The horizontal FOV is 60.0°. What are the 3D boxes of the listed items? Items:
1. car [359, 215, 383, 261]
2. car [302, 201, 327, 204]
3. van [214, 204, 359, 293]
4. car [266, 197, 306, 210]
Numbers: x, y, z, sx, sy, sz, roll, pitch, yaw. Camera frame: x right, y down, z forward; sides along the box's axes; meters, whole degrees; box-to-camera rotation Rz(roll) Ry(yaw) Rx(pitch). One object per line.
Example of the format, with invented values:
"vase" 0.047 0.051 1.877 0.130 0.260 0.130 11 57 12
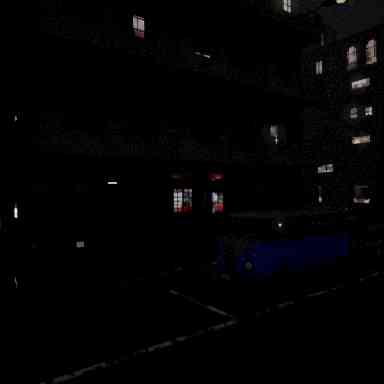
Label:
"car" 6.829 1.546 11.948 4.403 1.369 2.008 0 -1 -37
"car" 11.822 1.538 30.734 1.895 1.301 4.718 -1 1 -39
"van" 2.399 1.338 8.555 3.998 1.788 1.690 0 -1 -37
"car" 11.553 1.352 40.963 1.887 1.381 4.507 -1 1 -37
